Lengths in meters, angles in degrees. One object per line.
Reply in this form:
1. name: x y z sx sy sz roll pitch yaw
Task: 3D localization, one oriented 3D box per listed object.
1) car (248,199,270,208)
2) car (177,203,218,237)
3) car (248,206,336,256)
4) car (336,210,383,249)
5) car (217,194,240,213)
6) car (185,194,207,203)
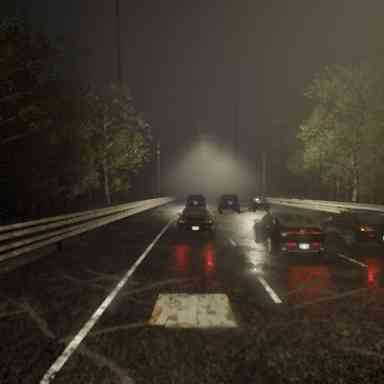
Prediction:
1. car: 7.447 1.485 37.067 2.128 1.511 4.902 0 0 1
2. car: 0.185 1.524 17.802 1.812 1.442 4.674 0 0 1
3. car: 3.652 1.504 13.172 1.837 1.490 4.892 0 0 0
4. car: 7.151 1.526 14.483 1.812 1.442 4.674 0 0 0
5. car: 3.929 1.215 36.188 2.150 2.045 5.566 0 0 1
6. car: 0.429 1.215 36.211 2.150 2.045 5.566 0 0 1
